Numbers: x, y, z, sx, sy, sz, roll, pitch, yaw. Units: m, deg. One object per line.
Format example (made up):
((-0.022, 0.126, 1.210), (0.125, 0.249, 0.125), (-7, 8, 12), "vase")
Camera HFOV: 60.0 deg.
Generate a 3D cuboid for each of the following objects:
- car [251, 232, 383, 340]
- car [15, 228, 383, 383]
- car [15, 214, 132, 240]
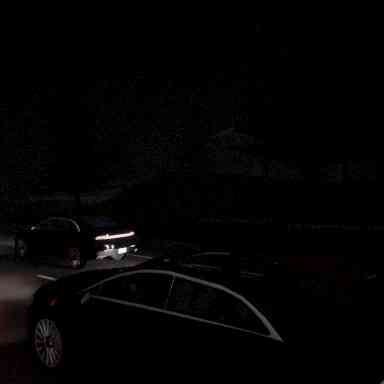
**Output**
((3.597, 1.601, 5.725), (4.718, 1.301, 1.895), (0, 0, 36), "car")
((-0.078, 1.490, 4.040), (4.902, 1.511, 2.128), (0, 0, 35), "car")
((-3.989, 1.477, 11.036), (4.902, 1.511, 2.128), (0, 0, 35), "car")
